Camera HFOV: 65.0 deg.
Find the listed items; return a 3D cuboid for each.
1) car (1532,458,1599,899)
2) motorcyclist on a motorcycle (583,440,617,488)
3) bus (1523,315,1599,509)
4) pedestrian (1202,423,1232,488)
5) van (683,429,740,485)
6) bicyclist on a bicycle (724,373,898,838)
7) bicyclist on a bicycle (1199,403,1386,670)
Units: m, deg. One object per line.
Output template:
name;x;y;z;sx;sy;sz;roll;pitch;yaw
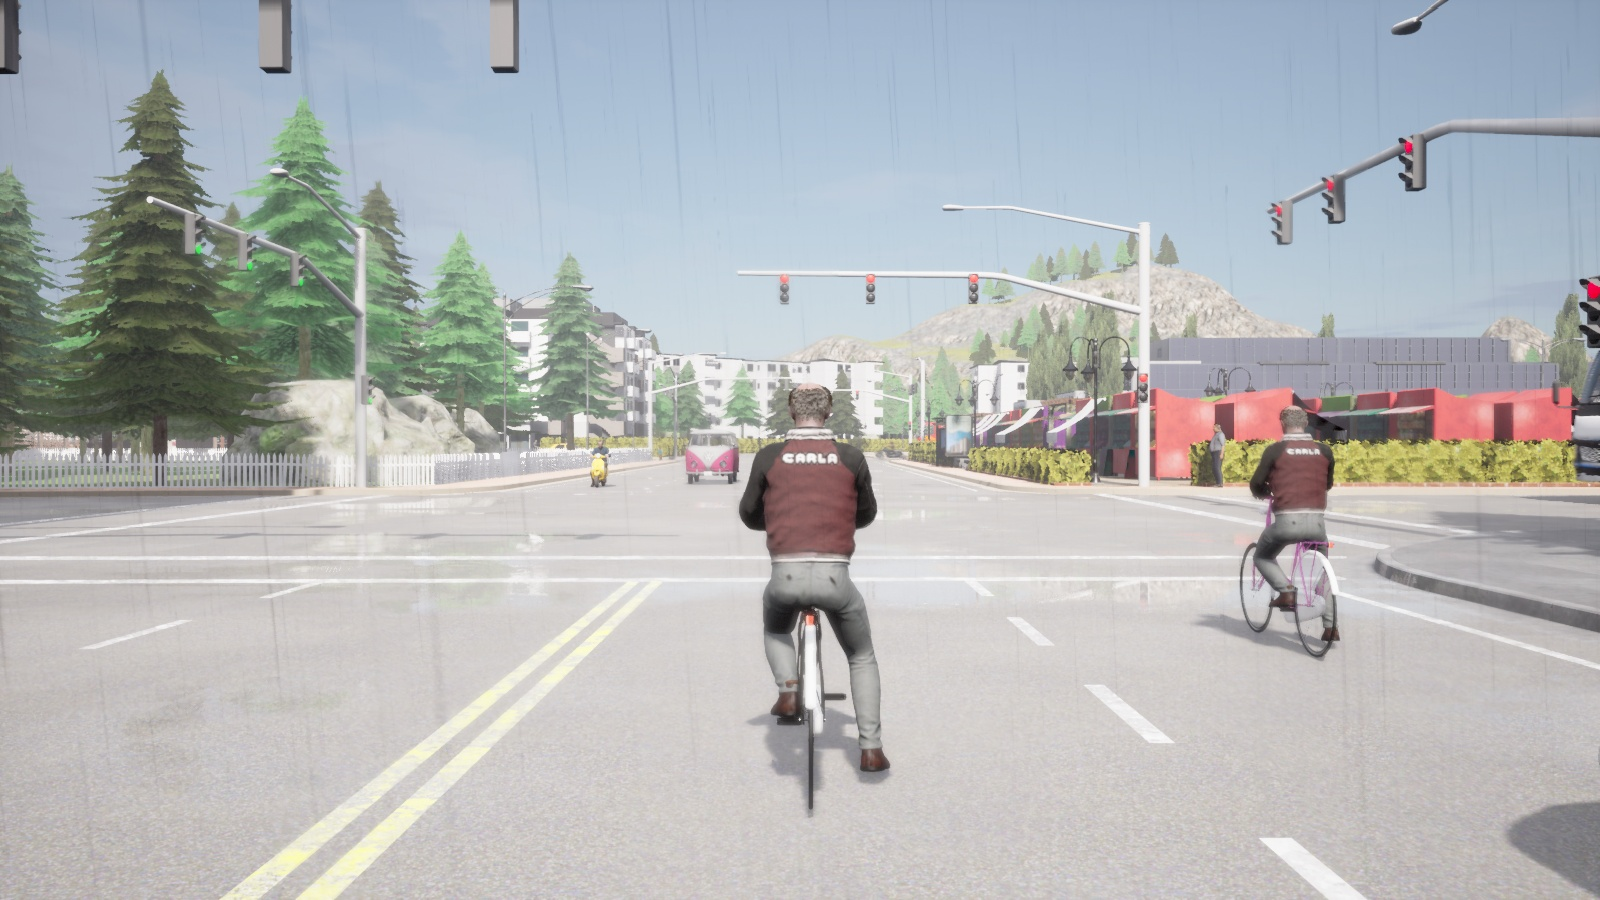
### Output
car;3.526;0.763;2.164;1.812;1.442;4.674;0;0;0
motorcyclist on a motorcycle;-6.760;0.454;42.533;0.866;1.590;1.817;0;0;0
bus;22.650;-0.828;28.437;10.273;4.253;3.944;0;0;0
pedestrian;11.835;0.153;35.629;0.694;1.848;0.540;0;0;2
van;-3.237;0.233;46.760;1.775;1.987;4.442;0;0;0
bicyclist on a bicycle;0.046;0.585;5.708;0.659;1.776;1.843;0;1;0
bicyclist on a bicycle;3.564;0.568;9.269;0.659;1.776;1.843;0;1;0
